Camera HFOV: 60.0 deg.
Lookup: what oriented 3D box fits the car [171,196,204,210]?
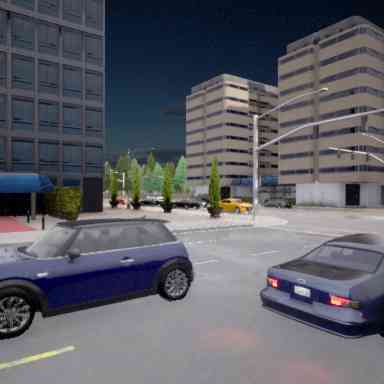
[{"bbox_3d":[-0.893,1.601,43.619,1.895,1.301,4.718,0,0,-35],"label":"car"}]

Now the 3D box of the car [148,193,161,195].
[{"bbox_3d":[-5.810,1.221,56.766,2.150,2.045,5.566,0,0,-34],"label":"car"}]

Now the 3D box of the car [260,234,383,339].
[{"bbox_3d":[3.719,1.547,6.473,5.357,1.411,2.033,0,0,-35],"label":"car"}]

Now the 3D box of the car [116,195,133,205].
[{"bbox_3d":[-12.002,1.352,59.555,2.097,1.767,4.553,0,0,-35],"label":"car"}]

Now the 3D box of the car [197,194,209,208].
[{"bbox_3d":[0.254,1.491,48.083,2.128,1.511,4.902,0,0,-35],"label":"car"}]

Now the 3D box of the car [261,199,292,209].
[{"bbox_3d":[11.382,1.563,44.783,1.994,1.385,4.181,0,0,-35],"label":"car"}]

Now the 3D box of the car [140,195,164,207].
[{"bbox_3d":[-6.165,1.601,51.152,1.895,1.301,4.718,0,0,-35],"label":"car"}]

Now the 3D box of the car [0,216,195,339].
[{"bbox_3d":[-2.223,1.352,6.710,4.553,1.767,2.097,0,0,-36],"label":"car"}]

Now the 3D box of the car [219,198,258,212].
[{"bbox_3d":[5.566,1.505,40.497,1.837,1.490,4.892,0,0,-35],"label":"car"}]

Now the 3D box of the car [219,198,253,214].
[{"bbox_3d":[4.467,1.478,35.964,1.882,1.535,5.008,0,0,-35],"label":"car"}]
